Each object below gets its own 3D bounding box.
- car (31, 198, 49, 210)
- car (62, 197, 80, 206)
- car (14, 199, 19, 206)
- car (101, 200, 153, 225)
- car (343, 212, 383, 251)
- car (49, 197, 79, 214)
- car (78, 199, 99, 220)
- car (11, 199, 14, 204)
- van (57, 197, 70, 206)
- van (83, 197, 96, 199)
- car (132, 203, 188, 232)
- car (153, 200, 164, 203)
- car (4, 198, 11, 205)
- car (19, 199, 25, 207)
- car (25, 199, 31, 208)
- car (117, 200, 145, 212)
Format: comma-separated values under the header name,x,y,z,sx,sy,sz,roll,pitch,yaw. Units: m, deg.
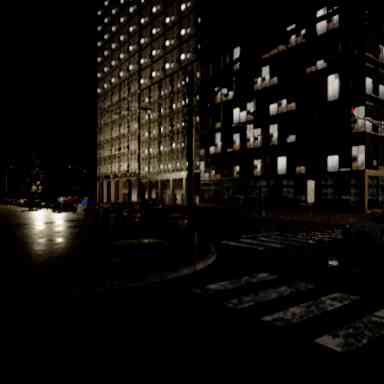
name,x,y,z,sx,sy,sz,roll,pitch,yaw
car,-21.264,1.857,47.721,2.008,1.369,4.403,0,0,-35
car,-24.208,1.847,66.491,2.192,1.841,5.009,0,0,-35
car,-31.065,2.020,61.673,2.008,1.369,4.403,0,0,-35
car,-4.932,1.473,24.468,1.967,1.590,4.097,0,0,-35
car,7.581,1.401,11.325,1.812,1.442,4.674,-1,1,-35
car,-14.732,1.637,38.420,1.967,1.590,4.097,0,0,-35
car,-8.101,1.611,28.979,1.752,1.417,4.829,0,0,-35
car,-34.330,2.106,66.324,1.802,1.307,4.206,0,0,-35
van,-27.474,1.928,71.142,1.690,1.788,3.998,0,0,-35
van,-17.674,1.764,57.189,1.690,1.788,3.998,0,0,-35
car,-1.665,1.560,19.816,1.802,1.307,4.206,0,0,-35
car,-4.608,1.645,38.585,1.967,1.590,4.097,0,0,-35
car,-40.864,2.184,75.626,2.008,1.369,4.403,0,0,-35
car,-27.797,1.960,57.023,1.887,1.381,4.507,0,0,-35
car,-24.531,1.926,52.372,1.947,1.339,4.313,0,0,-35
car,-7.971,1.786,43.375,1.752,1.417,4.829,0,0,-35
